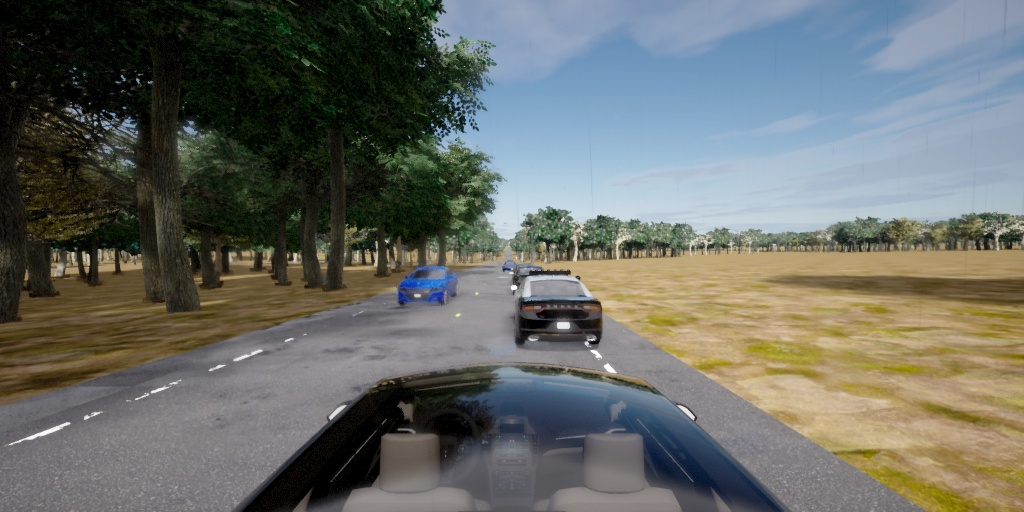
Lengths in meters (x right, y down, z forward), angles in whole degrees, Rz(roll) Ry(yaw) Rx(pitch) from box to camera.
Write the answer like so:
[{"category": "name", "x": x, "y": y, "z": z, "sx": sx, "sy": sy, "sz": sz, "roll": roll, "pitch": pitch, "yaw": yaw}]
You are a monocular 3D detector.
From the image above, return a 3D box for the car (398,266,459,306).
[{"category": "car", "x": -3.588, "y": 1.226, "z": 16.045, "sx": 1.882, "sy": 1.535, "sz": 5.008, "roll": 0, "pitch": 0, "yaw": 0}]

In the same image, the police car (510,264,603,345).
[{"category": "police car", "x": 1.001, "y": 1.173, "z": 9.676, "sx": 1.930, "sy": 1.638, "sz": 5.238, "roll": 0, "pitch": 0, "yaw": 0}]

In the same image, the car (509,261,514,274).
[{"category": "car", "x": 0.903, "y": 1.279, "z": 25.572, "sx": 1.812, "sy": 1.442, "sz": 4.674, "roll": 0, "pitch": 0, "yaw": 0}]

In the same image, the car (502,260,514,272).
[{"category": "car", "x": -0.253, "y": 1.347, "z": 47.265, "sx": 1.994, "sy": 1.385, "sz": 4.181, "roll": 0, "pitch": 0, "yaw": 0}]

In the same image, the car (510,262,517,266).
[{"category": "car", "x": 0.940, "y": 1.256, "z": 19.569, "sx": 1.837, "sy": 1.490, "sz": 4.892, "roll": 0, "pitch": 0, "yaw": 0}]
